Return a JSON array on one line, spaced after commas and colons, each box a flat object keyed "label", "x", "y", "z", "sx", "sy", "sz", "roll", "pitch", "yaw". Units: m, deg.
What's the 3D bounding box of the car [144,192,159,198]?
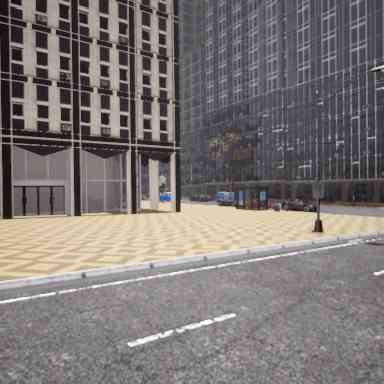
[{"label": "car", "x": -10.173, "y": 0.749, "z": 82.759, "sx": 1.967, "sy": 1.590, "sz": 4.097, "roll": 0, "pitch": 1, "yaw": -34}]

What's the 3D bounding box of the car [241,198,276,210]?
[{"label": "car", "x": 8.397, "y": 1.436, "z": 40.401, "sx": 1.802, "sy": 1.307, "sz": 4.206, "roll": 0, "pitch": 1, "yaw": -34}]

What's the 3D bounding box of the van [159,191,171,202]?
[{"label": "van", "x": -4.304, "y": 0.986, "z": 59.251, "sx": 1.690, "sy": 1.788, "sz": 3.998, "roll": 0, "pitch": 1, "yaw": -34}]

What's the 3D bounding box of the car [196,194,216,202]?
[{"label": "car", "x": 2.623, "y": 1.105, "z": 63.969, "sx": 1.802, "sy": 1.307, "sz": 4.206, "roll": 0, "pitch": 1, "yaw": -34}]

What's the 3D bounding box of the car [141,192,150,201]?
[{"label": "car", "x": -10.703, "y": 1.089, "z": 68.649, "sx": 2.008, "sy": 1.369, "sz": 4.403, "roll": 0, "pitch": 1, "yaw": -34}]

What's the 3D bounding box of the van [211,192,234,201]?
[{"label": "van", "x": 5.821, "y": 0.917, "z": 59.268, "sx": 1.690, "sy": 1.788, "sz": 3.998, "roll": 0, "pitch": 1, "yaw": -34}]

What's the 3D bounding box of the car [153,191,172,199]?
[{"label": "car", "x": -6.974, "y": 0.678, "z": 78.060, "sx": 2.192, "sy": 1.841, "sz": 5.009, "roll": 0, "pitch": 1, "yaw": -34}]

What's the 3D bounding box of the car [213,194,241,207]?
[{"label": "car", "x": 5.247, "y": 1.368, "z": 45.131, "sx": 1.947, "sy": 1.339, "sz": 4.313, "roll": 0, "pitch": 1, "yaw": -34}]

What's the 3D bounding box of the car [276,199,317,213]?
[{"label": "car", "x": 11.582, "y": 1.471, "z": 35.691, "sx": 1.947, "sy": 1.339, "sz": 4.313, "roll": 0, "pitch": 1, "yaw": -34}]

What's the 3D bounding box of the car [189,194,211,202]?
[{"label": "car", "x": 1.166, "y": 1.136, "z": 61.497, "sx": 1.994, "sy": 1.385, "sz": 4.181, "roll": -1, "pitch": 1, "yaw": -35}]

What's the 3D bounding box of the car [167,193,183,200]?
[{"label": "car", "x": -3.775, "y": 0.998, "z": 73.365, "sx": 1.802, "sy": 1.307, "sz": 4.206, "roll": 0, "pitch": 1, "yaw": -34}]
